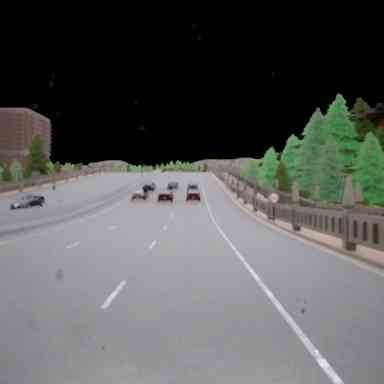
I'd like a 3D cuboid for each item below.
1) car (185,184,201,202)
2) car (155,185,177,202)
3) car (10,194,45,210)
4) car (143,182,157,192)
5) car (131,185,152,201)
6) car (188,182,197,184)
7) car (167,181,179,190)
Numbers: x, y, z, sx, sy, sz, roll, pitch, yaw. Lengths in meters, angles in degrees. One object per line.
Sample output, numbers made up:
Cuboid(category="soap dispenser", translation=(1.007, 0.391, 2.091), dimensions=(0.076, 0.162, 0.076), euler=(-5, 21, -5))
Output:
Cuboid(category="car", translation=(0.178, 0.293, 43.457), dimensions=(1.882, 1.535, 5.008), euler=(0, 6, 0))
Cuboid(category="car", translation=(-3.324, 0.353, 42.903), dimensions=(1.882, 1.535, 5.008), euler=(0, 6, 0))
Cuboid(category="car", translation=(-17.518, 1.008, 35.641), dimensions=(2.128, 1.511, 4.902), euler=(0, 4, 1))
Cuboid(category="car", translation=(-6.866, -0.890, 53.929), dimensions=(1.837, 1.490, 4.892), euler=(0, 7, 0))
Cuboid(category="car", translation=(-6.827, 0.277, 44.091), dimensions=(1.812, 1.442, 4.674), euler=(0, 6, 0))
Cuboid(category="car", translation=(0.131, -0.841, 53.478), dimensions=(1.837, 1.490, 4.892), euler=(0, 7, 0))
Cuboid(category="car", translation=(-3.253, -1.151, 56.469), dimensions=(2.033, 1.411, 5.357), euler=(0, 7, 0))
